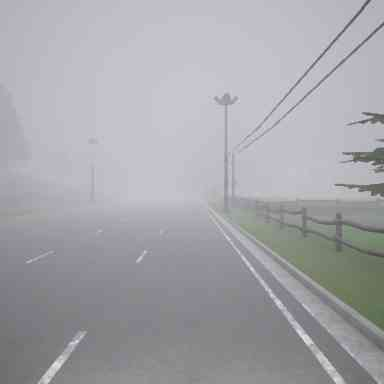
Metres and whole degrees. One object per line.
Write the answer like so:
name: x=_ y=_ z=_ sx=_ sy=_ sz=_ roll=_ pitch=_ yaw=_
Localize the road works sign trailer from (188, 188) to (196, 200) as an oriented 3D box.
road works sign trailer: x=-0.007 y=0.464 z=93.768 sx=2.380 sy=3.560 sz=2.880 roll=0 pitch=0 yaw=0
